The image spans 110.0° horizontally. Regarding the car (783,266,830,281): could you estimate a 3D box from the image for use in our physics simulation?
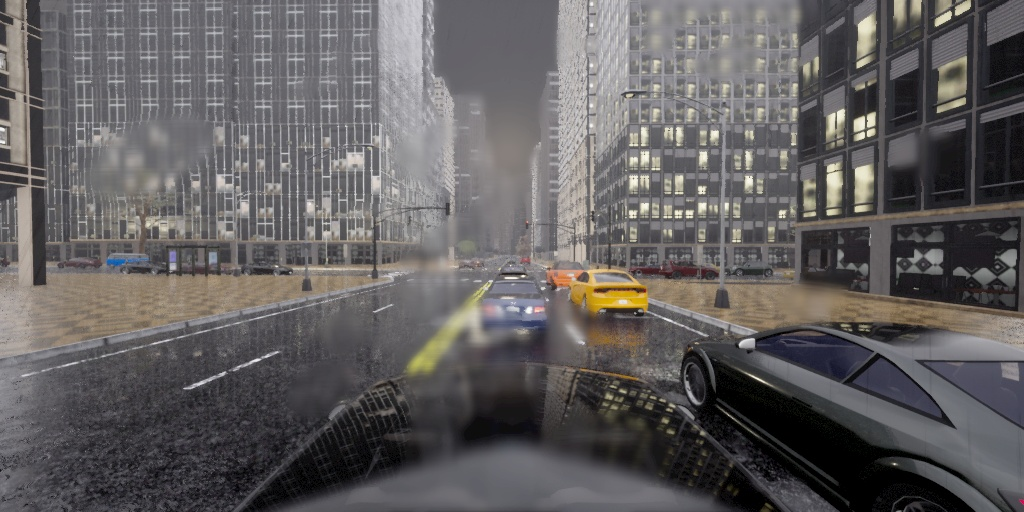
[{"bbox_3d":[27.583,1.576,32.765,4.829,1.417,1.751,0,0,1],"label":"car"}]

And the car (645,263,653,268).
[{"bbox_3d":[15.009,1.448,38.766,4.718,1.301,1.895,1,1,2],"label":"car"}]

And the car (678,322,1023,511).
[{"bbox_3d":[3.337,1.313,3.400,1.994,1.385,4.181,0,0,1],"label":"car"}]

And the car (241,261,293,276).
[{"bbox_3d":[-22.791,1.172,33.393,4.313,1.339,1.948,0,0,1],"label":"car"}]

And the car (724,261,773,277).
[{"bbox_3d":[25.297,1.290,38.573,4.553,1.767,2.097,1,1,1],"label":"car"}]

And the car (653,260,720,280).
[{"bbox_3d":[16.135,1.267,32.940,5.009,1.841,2.192,0,0,1],"label":"car"}]

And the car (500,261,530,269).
[{"bbox_3d":[0.065,1.231,20.579,2.128,1.511,4.902,0,0,0],"label":"car"}]

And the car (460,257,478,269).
[{"bbox_3d":[-6.692,1.275,54.351,1.994,1.385,4.181,0,0,0],"label":"car"}]

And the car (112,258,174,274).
[{"bbox_3d":[-34.157,1.067,33.678,4.313,1.339,1.948,0,0,1],"label":"car"}]

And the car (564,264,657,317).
[{"bbox_3d":[3.328,1.222,13.233,1.882,1.535,5.008,0,0,0],"label":"car"}]

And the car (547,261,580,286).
[{"bbox_3d":[3.311,1.091,22.238,2.097,1.767,4.553,0,0,0],"label":"car"}]

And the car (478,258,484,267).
[{"bbox_3d":[-6.680,1.051,64.352,2.097,1.767,4.553,0,0,0],"label":"car"}]

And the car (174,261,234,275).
[{"bbox_3d":[-28.476,1.136,33.515,4.207,1.307,1.802,0,0,1],"label":"car"}]

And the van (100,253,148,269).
[{"bbox_3d":[-45.364,0.602,42.317,3.998,1.789,1.690,0,0,1],"label":"van"}]

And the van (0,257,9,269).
[{"bbox_3d":[-51.201,0.685,34.043,3.998,1.789,1.690,0,0,1],"label":"van"}]

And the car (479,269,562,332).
[{"bbox_3d":[0.084,1.293,10.827,2.033,1.411,5.357,0,0,1],"label":"car"}]
